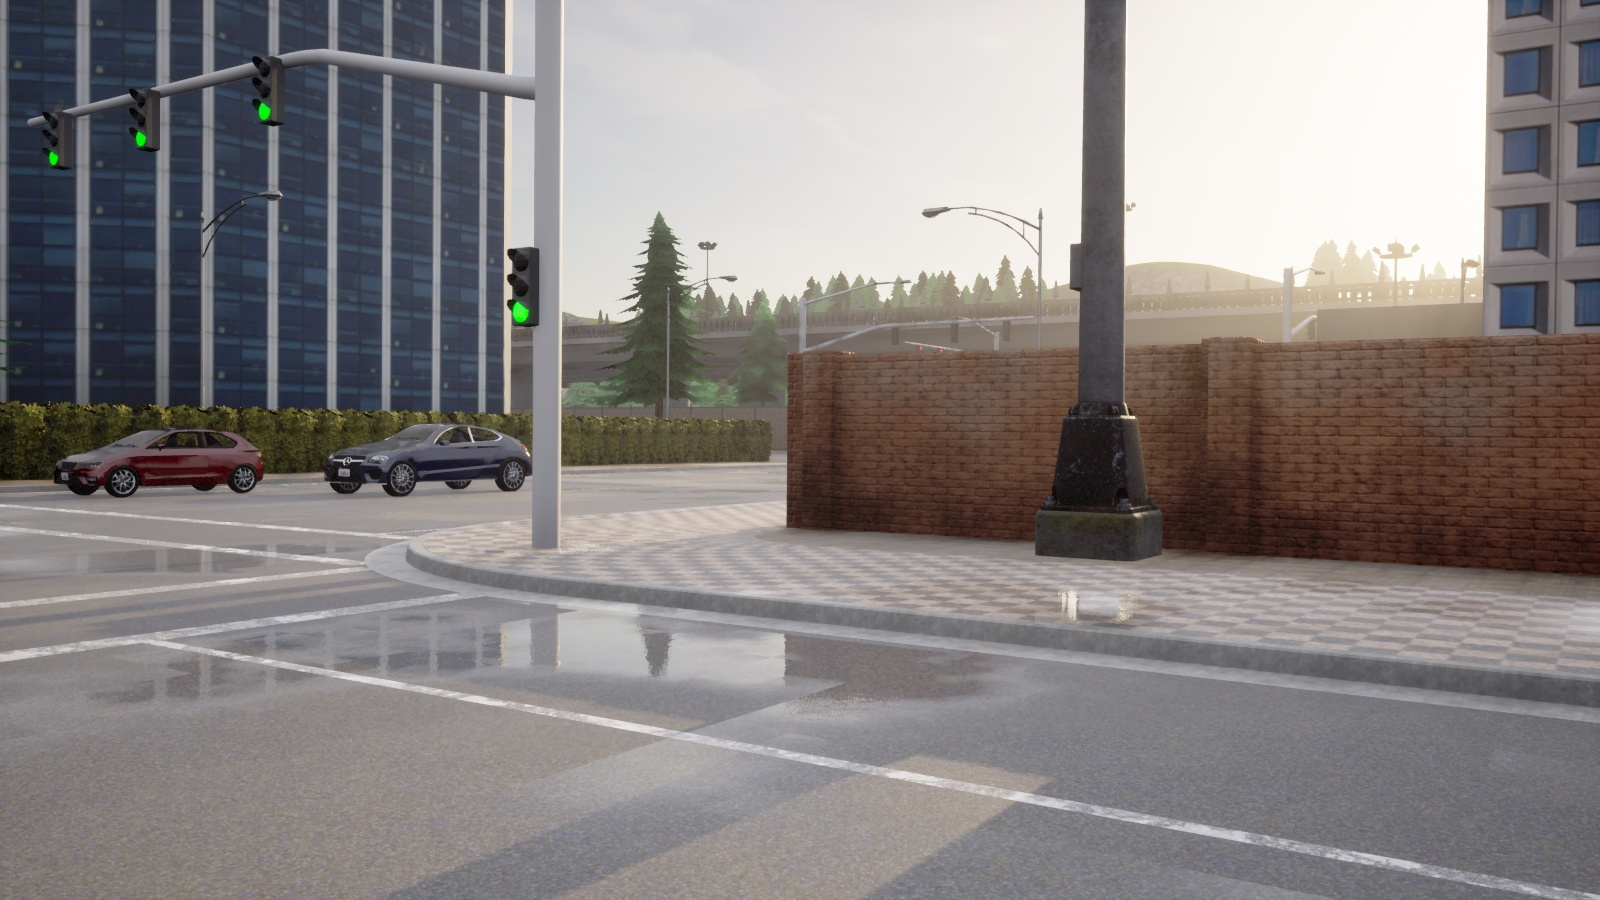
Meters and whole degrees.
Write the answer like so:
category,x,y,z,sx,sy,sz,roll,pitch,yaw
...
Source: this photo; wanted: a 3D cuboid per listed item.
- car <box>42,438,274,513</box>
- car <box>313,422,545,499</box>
category,x,y,z,sx,sy,sz,roll,pitch,yaw
car,-14.023,0.494,27.653,1.816,1.474,4.193,0,1,33
car,-8.596,0.184,29.564,2.152,1.651,5.027,0,1,33
